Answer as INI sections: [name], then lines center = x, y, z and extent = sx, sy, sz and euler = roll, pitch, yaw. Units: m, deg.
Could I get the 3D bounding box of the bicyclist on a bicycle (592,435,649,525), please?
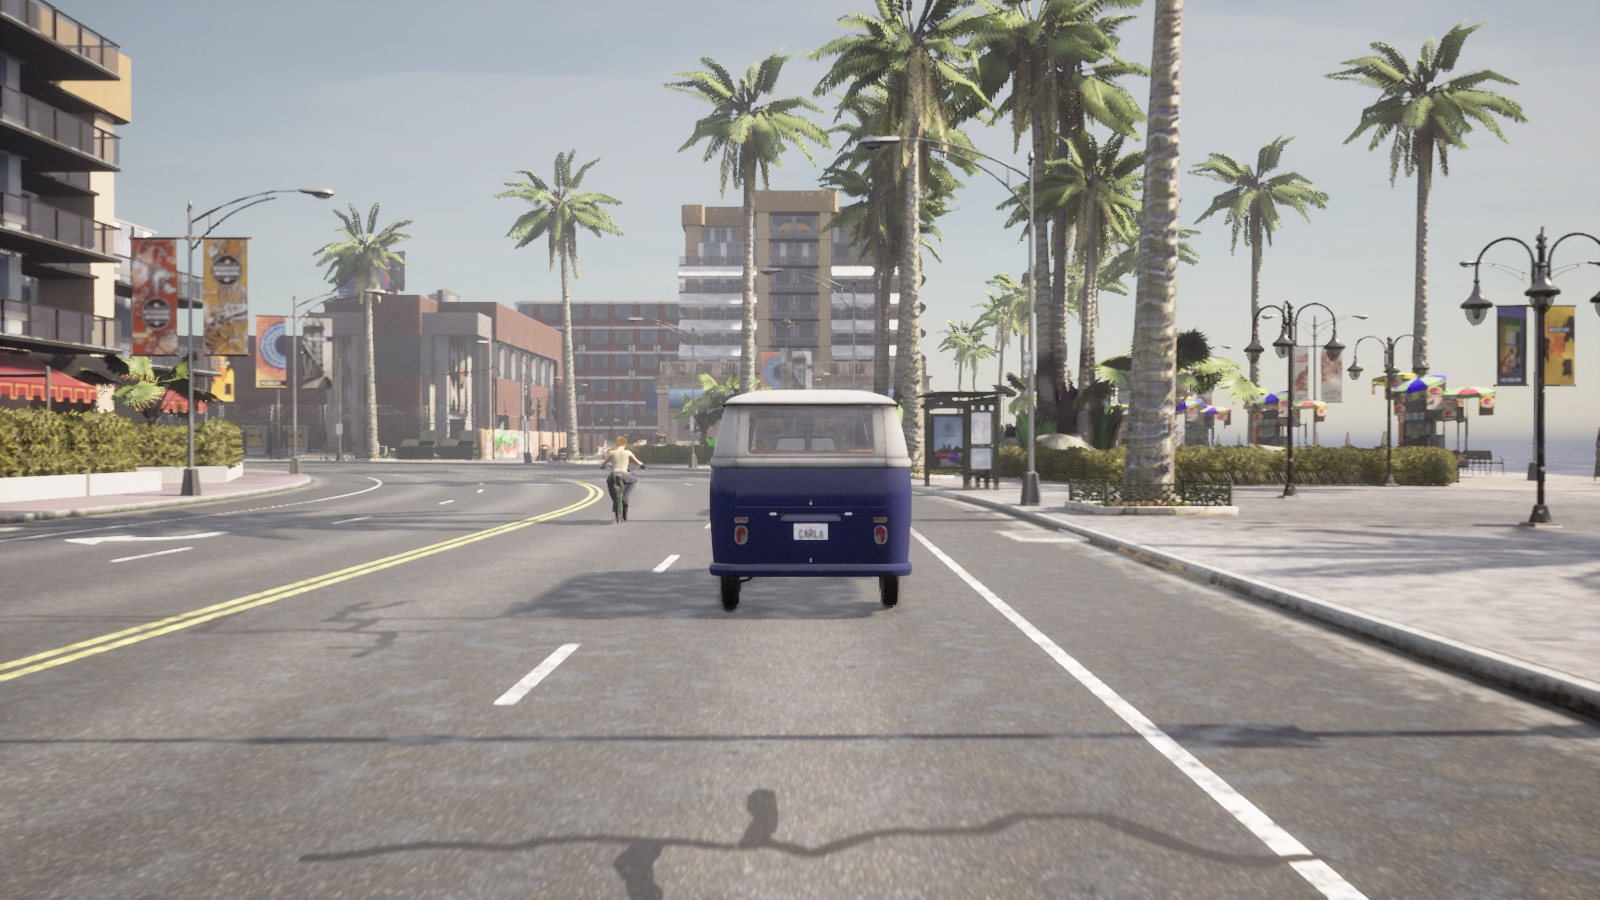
[bicyclist on a bicycle]
center = -3.319, 0.537, 23.353
extent = 0.866, 1.612, 1.509
euler = 0, 0, -1

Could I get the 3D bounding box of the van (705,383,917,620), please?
[van]
center = 0.094, 0.421, 12.766
extent = 1.775, 1.987, 4.442
euler = 0, 0, 0
